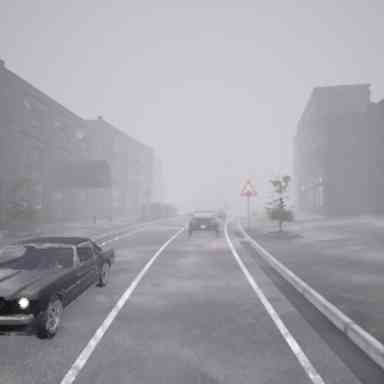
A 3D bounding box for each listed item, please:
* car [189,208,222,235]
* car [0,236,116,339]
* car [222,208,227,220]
[{"bbox_3d":[0.817,1.879,21.134,1.812,1.442,4.674,0,-2,4],"label":"car"},{"bbox_3d":[-3.029,1.650,6.776,1.895,1.301,4.718,0,-1,1],"label":"car"},{"bbox_3d":[3.044,2.548,38.870,1.994,1.385,4.181,-1,-2,9],"label":"car"}]
